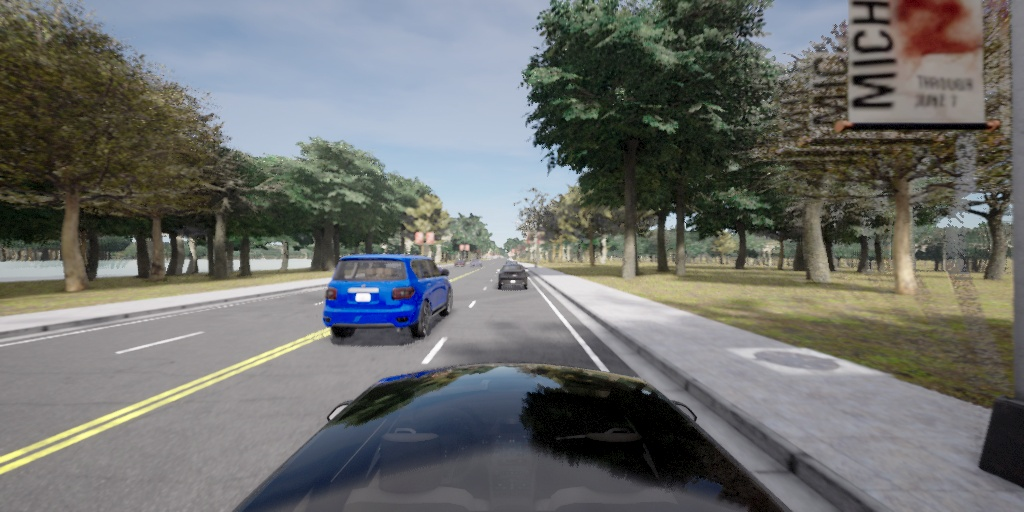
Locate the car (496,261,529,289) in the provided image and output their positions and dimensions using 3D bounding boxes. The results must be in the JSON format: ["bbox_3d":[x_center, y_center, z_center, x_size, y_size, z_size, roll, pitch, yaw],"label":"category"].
[{"bbox_3d":[0.046,1.272,23.574,1.837,1.490,4.892,0,0,0],"label":"car"}]

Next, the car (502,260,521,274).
[{"bbox_3d":[-0.070,1.298,42.298,2.128,1.511,4.902,0,0,0],"label":"car"}]

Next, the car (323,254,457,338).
[{"bbox_3d":[-3.160,0.976,10.282,2.150,2.045,5.566,0,0,0],"label":"car"}]

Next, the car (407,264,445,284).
[{"bbox_3d":[-6.675,1.376,28.452,1.895,1.301,4.718,0,0,0],"label":"car"}]
